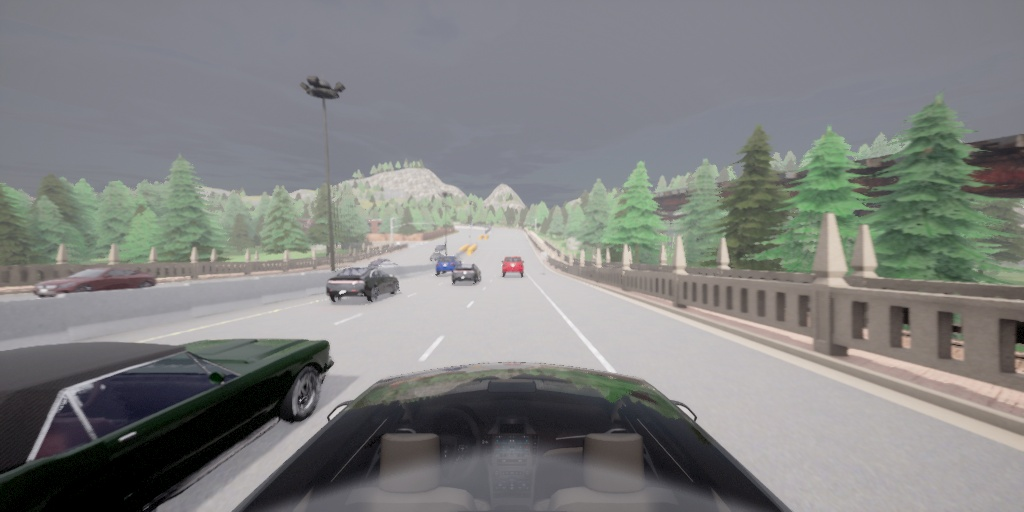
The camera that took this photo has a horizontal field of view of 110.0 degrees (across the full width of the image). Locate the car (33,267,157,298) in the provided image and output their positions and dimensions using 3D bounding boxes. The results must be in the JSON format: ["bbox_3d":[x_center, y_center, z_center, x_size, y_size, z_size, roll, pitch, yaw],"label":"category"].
[{"bbox_3d":[-21.100,1.322,18.487,1.812,1.442,4.674,0,0,0],"label":"car"}]

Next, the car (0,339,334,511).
[{"bbox_3d":[-3.400,1.353,2.852,1.895,1.301,4.718,0,0,0],"label":"car"}]

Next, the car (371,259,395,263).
[{"bbox_3d":[-14.091,1.378,40.762,1.812,1.442,4.674,0,0,0],"label":"car"}]

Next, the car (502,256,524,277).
[{"bbox_3d":[0.094,1.063,37.567,2.150,2.045,5.566,0,-1,0],"label":"car"}]

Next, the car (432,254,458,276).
[{"bbox_3d":[-6.906,1.067,39.558,2.150,2.045,5.566,0,-1,0],"label":"car"}]

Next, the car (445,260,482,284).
[{"bbox_3d":[-3.404,1.309,27.369,2.128,1.511,4.902,0,0,0],"label":"car"}]

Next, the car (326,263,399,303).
[{"bbox_3d":[-6.903,1.283,17.032,2.128,1.511,4.902,0,0,0],"label":"car"}]
